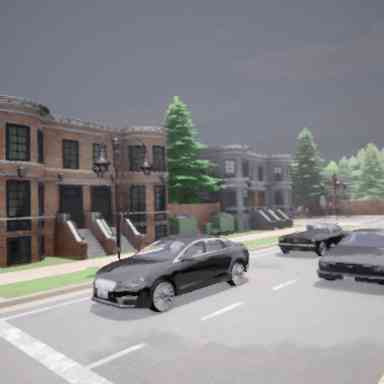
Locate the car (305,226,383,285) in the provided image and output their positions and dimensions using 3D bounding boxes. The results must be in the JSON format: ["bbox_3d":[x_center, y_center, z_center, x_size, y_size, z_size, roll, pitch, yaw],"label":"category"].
[{"bbox_3d":[5.773,1.863,10.476,2.033,1.411,5.357,-5,-4,42],"label":"car"}]

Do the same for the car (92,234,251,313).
[{"bbox_3d":[-0.291,1.953,8.992,2.128,1.511,4.902,-5,-4,42],"label":"car"}]

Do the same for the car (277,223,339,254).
[{"bbox_3d":[5.942,2.168,15.852,1.895,1.301,4.718,-5,-4,42],"label":"car"}]
